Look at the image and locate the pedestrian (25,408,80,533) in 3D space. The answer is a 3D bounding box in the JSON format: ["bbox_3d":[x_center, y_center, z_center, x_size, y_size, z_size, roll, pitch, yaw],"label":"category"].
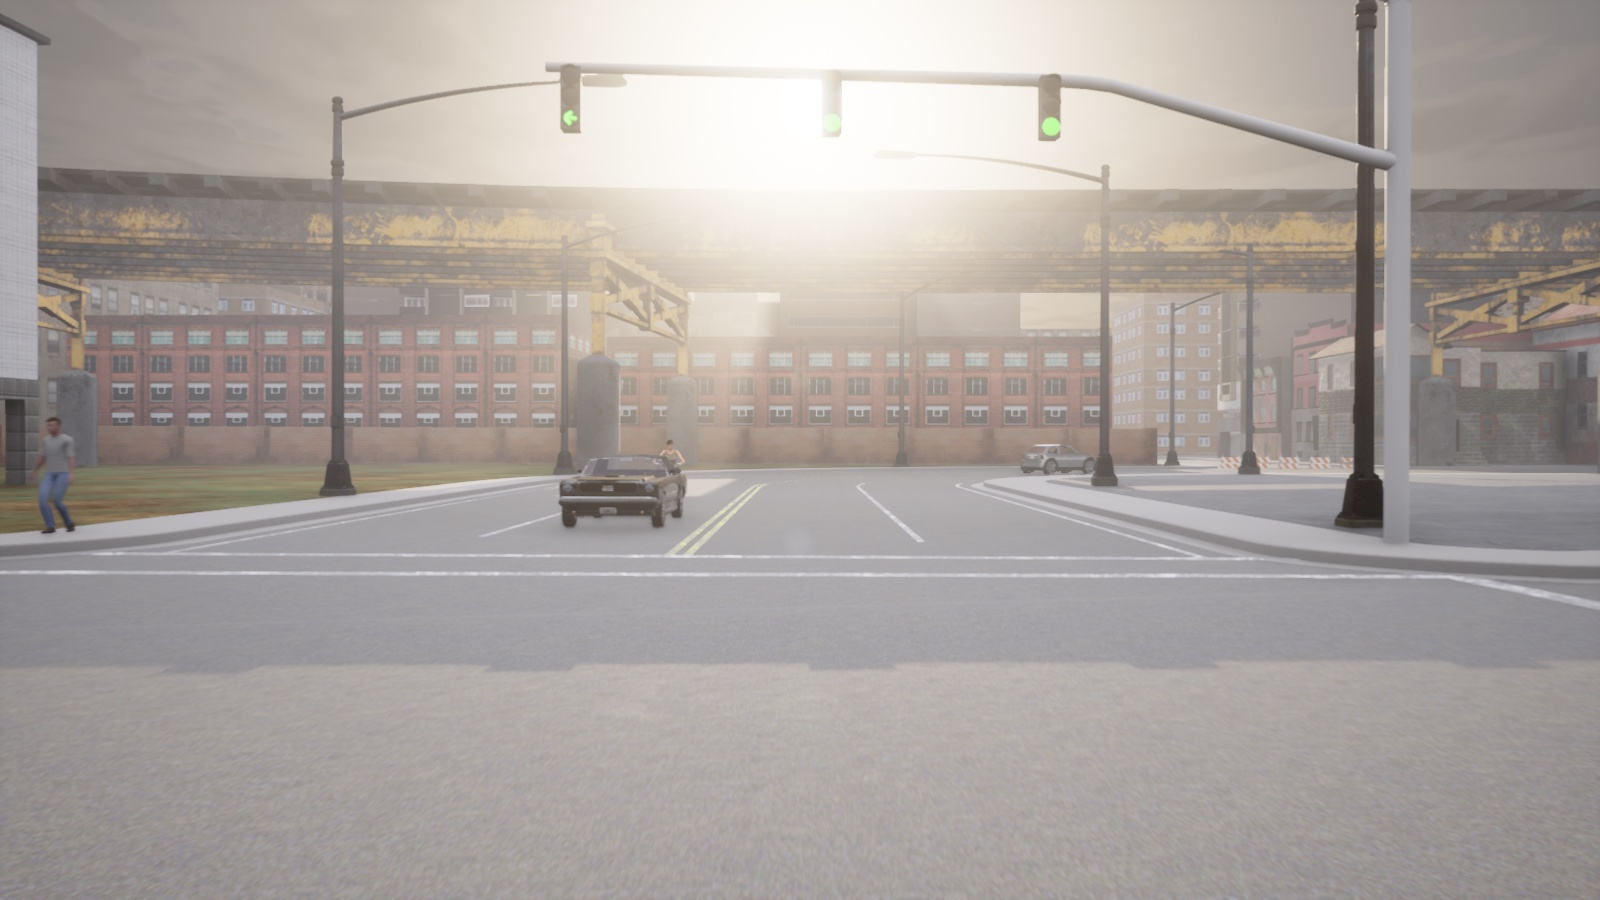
[{"bbox_3d":[-11.182,0.300,18.803,0.354,1.836,0.706,0,0,6],"label":"pedestrian"}]

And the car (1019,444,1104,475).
[{"bbox_3d":[13.020,0.447,62.566,3.806,1.475,1.970,0,0,-30],"label":"car"}]

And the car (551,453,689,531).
[{"bbox_3d":[-3.337,0.736,24.194,1.895,1.301,4.718,0,0,1],"label":"car"}]
